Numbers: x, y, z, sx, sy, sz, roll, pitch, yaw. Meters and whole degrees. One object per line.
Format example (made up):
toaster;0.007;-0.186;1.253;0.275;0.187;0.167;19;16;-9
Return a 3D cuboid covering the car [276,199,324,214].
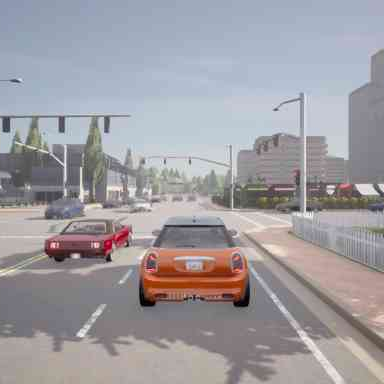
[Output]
car;11.255;1.492;34.804;4.902;1.511;2.128;0;0;-1

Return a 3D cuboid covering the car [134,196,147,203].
car;-10.532;1.504;68.604;1.837;1.490;4.892;0;0;0

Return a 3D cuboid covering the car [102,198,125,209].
car;-10.617;1.563;44.610;1.994;1.385;4.181;0;0;0

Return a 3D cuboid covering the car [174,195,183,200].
car;-3.541;1.425;87.751;1.994;1.385;4.181;0;0;0

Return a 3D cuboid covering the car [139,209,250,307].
car;0.060;1.352;8.143;2.097;1.767;4.553;0;0;0

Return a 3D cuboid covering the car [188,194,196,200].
car;-0.041;1.398;87.754;2.128;1.511;4.902;0;0;0

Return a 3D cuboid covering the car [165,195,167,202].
car;-7.038;1.515;79.787;2.128;1.511;4.902;0;0;0

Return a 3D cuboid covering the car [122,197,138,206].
car;-10.610;1.564;56.983;1.994;1.385;4.181;0;0;0

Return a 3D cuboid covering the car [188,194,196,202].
car;-0.037;1.531;77.479;2.033;1.411;5.357;0;0;0

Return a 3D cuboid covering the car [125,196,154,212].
car;-5.728;1.525;35.947;1.812;1.442;4.674;0;0;-19

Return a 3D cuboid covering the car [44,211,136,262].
car;-3.422;1.601;12.037;1.895;1.301;4.718;0;0;0

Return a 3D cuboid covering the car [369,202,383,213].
car;21.364;1.478;35.058;5.008;1.535;1.882;0;0;-2

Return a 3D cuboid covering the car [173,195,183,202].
car;-3.537;1.513;77.796;1.812;1.442;4.674;0;0;0

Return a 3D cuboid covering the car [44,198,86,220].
car;-10.613;1.352;28.043;2.097;1.767;4.553;0;0;0

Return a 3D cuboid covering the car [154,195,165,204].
car;-7.067;1.601;65.372;1.895;1.301;4.718;0;0;0
